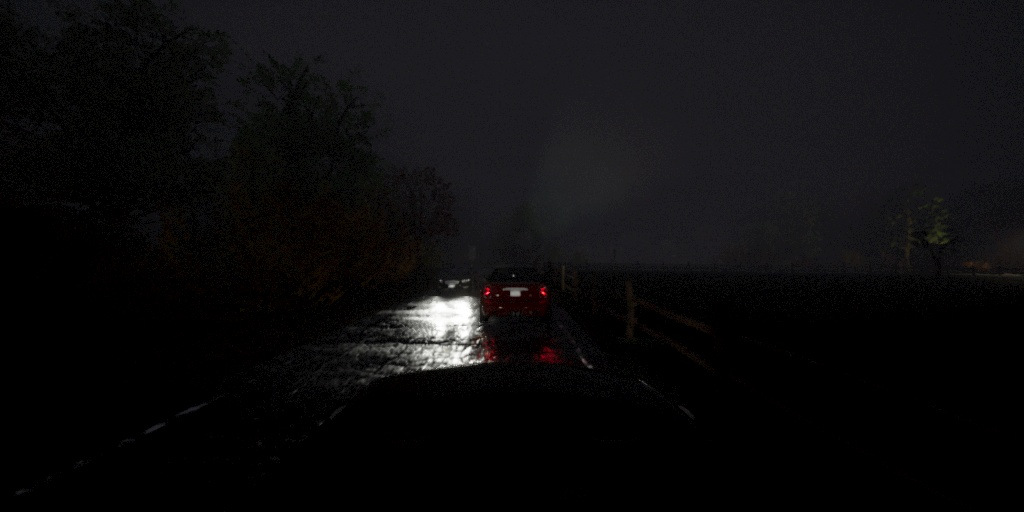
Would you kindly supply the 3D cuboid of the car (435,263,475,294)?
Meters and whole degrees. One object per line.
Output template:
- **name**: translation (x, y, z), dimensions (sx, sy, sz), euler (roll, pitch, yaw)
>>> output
- **car**: translation (-2.844, 1.148, 19.385), dimensions (2.128, 1.511, 4.902), euler (0, 0, 0)

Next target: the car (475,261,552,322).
- **car**: translation (0.099, 1.049, 12.139), dimensions (2.097, 1.767, 4.553), euler (0, 0, 0)
